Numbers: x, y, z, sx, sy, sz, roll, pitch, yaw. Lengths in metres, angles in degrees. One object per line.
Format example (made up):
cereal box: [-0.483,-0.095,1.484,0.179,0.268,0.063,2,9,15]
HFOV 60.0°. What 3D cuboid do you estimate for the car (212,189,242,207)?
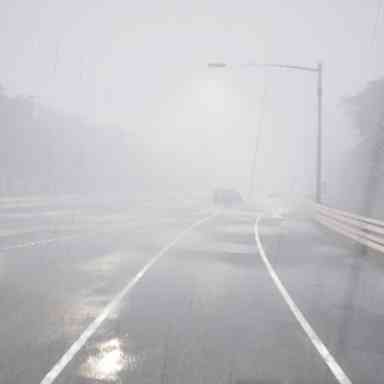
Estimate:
car: [4.265,0.612,39.884,2.150,2.045,5.566,1,1,25]

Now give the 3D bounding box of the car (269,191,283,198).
car: [16.712,0.542,66.186,1.994,1.385,4.181,1,1,25]
